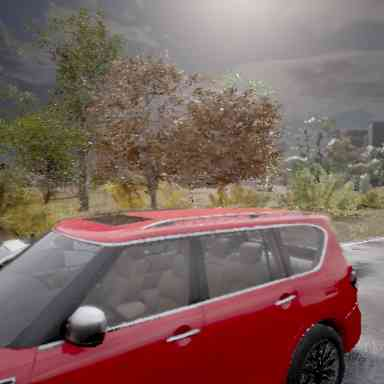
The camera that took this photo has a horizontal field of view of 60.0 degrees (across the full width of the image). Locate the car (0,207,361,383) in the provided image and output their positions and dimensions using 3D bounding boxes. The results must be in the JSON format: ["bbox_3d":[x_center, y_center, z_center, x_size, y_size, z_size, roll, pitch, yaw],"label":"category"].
[{"bbox_3d":[-0.572,1.225,3.277,5.566,2.045,2.150,0,0,-35],"label":"car"}]

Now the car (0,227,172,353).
[{"bbox_3d":[-2.808,1.528,5.674,4.674,1.442,1.812,0,0,-35],"label":"car"}]
